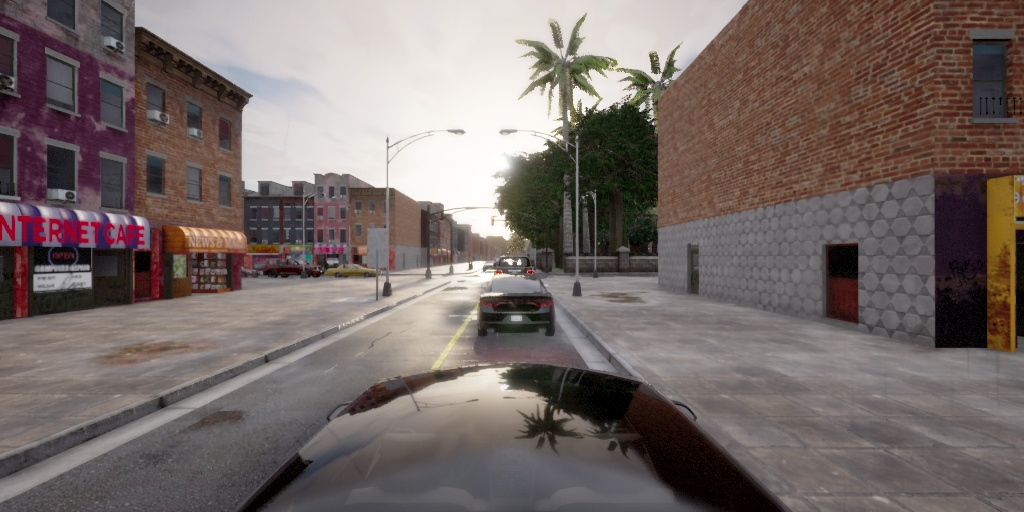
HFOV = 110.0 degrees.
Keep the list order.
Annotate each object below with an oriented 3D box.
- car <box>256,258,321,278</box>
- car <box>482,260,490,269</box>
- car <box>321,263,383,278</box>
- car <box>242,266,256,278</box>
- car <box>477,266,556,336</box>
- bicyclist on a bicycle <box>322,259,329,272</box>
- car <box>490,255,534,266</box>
[{"bbox_3d":[-20.051,1.127,32.951,5.009,1.841,2.192,0,0,0],"label":"car"},{"bbox_3d":[-2.842,1.316,47.819,1.812,1.442,4.674,0,0,0],"label":"car"},{"bbox_3d":[-14.429,1.324,32.956,4.829,1.417,1.751,0,0,0],"label":"car"},{"bbox_3d":[-25.503,1.409,32.947,4.207,1.307,1.802,0,0,0],"label":"car"},{"bbox_3d":[0.102,1.230,10.405,1.882,1.535,5.008,0,0,0],"label":"car"},{"bbox_3d":[-20.131,1.124,38.597,0.582,1.620,1.656,0,0,0],"label":"bicyclist on a bicycle"},{"bbox_3d":[0.109,0.980,20.374,2.150,2.045,5.566,0,0,-1],"label":"car"}]
